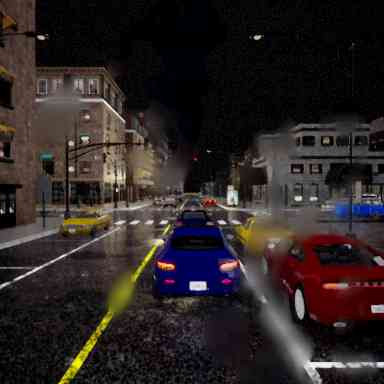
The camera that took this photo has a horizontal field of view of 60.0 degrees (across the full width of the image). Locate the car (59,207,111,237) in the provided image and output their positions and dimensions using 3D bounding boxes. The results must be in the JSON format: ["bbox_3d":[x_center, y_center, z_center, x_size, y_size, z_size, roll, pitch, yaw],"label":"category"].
[{"bbox_3d":[-5.700,1.525,18.226,1.752,1.417,4.829,0,0,0],"label":"car"}]

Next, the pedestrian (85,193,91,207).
[{"bbox_3d":[-12.639,1.074,40.275,0.375,1.860,0.375,0,0,0],"label":"pedestrian"}]

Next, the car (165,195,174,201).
[{"bbox_3d":[-5.715,1.585,84.862,1.752,1.417,4.829,0,0,0],"label":"car"}]

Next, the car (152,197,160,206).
[{"bbox_3d":[-5.708,1.572,56.548,2.008,1.369,4.403,0,0,0],"label":"car"}]

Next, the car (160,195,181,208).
[{"bbox_3d":[-3.104,1.560,48.462,2.033,1.411,5.357,0,0,0],"label":"car"}]

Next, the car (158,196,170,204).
[{"bbox_3d":[-5.710,1.585,67.942,2.008,1.369,4.403,0,0,0],"label":"car"}]

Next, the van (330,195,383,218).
[{"bbox_3d":[14.652,1.409,29.163,3.998,1.788,1.690,0,0,0],"label":"van"}]

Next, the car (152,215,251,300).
[{"bbox_3d":[0.102,1.524,8.283,1.812,1.442,4.674,0,0,0],"label":"car"}]

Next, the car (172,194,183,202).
[{"bbox_3d":[-3.083,1.513,59.494,2.128,1.511,4.902,0,0,0],"label":"car"}]

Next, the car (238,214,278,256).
[{"bbox_3d":[2.683,1.524,12.867,1.752,1.417,4.829,0,0,0],"label":"car"}]

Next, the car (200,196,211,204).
[{"bbox_3d":[2.670,1.585,67.956,2.008,1.369,4.403,0,0,0],"label":"car"}]

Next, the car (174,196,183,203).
[{"bbox_3d":[-3.017,1.637,74.464,1.895,1.301,4.718,0,0,0],"label":"car"}]

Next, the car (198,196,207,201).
[{"bbox_3d":[2.666,1.611,85.046,2.008,1.369,4.403,-1,0,0],"label":"car"}]

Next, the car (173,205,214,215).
[{"bbox_3d":[0.097,1.563,16.976,1.994,1.385,4.181,0,0,0],"label":"car"}]

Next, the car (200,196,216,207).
[{"bbox_3d":[2.673,1.455,50.866,1.967,1.590,4.097,0,0,0],"label":"car"}]

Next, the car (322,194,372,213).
[{"bbox_3d":[16.679,1.254,34.967,5.566,2.045,2.150,0,0,0],"label":"car"}]

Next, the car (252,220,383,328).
[{"bbox_3d":[2.684,1.543,7.000,1.887,1.381,4.507,0,0,0],"label":"car"}]
